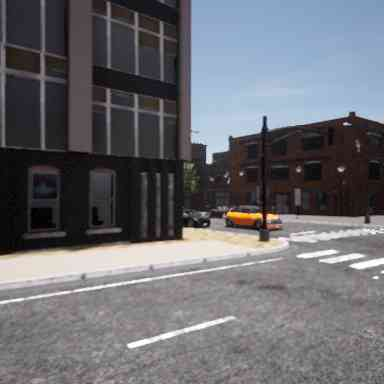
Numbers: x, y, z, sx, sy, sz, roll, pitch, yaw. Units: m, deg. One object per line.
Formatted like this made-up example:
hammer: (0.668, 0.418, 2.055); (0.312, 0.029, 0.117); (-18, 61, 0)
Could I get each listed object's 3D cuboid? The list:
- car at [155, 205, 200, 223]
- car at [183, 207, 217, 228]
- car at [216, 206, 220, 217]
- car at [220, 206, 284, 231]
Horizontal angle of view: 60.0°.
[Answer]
car: (-1.520, 2.162, 33.387); (2.128, 1.511, 4.902); (0, -1, -37)
car: (-0.285, 2.139, 27.170); (1.947, 1.339, 4.313); (-1, 0, -37)
car: (3.330, 2.237, 36.767); (2.008, 1.369, 4.403); (-1, 0, -37)
car: (4.654, 1.864, 25.141); (2.097, 1.767, 4.553); (0, -1, -37)
